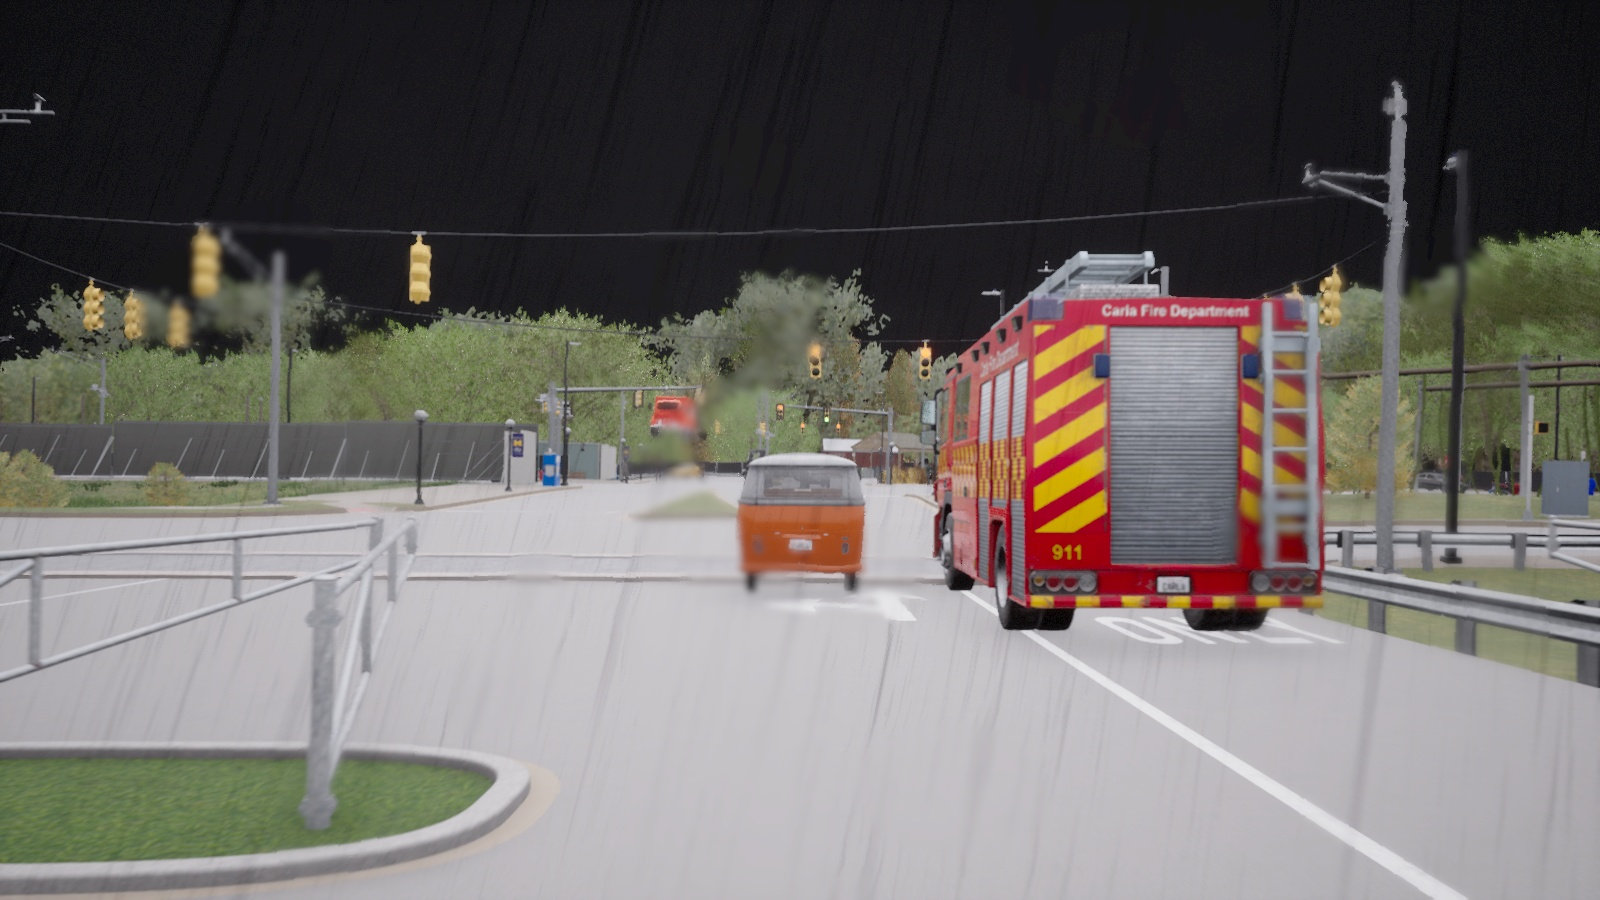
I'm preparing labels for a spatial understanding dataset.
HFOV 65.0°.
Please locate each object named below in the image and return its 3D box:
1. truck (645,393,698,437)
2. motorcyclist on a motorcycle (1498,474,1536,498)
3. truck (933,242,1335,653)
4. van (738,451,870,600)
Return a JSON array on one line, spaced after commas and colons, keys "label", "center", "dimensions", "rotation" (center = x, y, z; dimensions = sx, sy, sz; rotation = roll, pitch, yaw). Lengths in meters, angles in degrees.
[{"label": "truck", "center": [-8.151, -2.212, 80.156], "dimensions": [2.627, 2.467, 5.204], "rotation": [4, -1, 1]}, {"label": "motorcyclist on a motorcycle", "center": [47.547, 2.392, 83.264], "dimensions": [0.797, 1.523, 2.044], "rotation": [3, -4, -39]}, {"label": "truck", "center": [3.573, 0.082, 15.993], "dimensions": [2.891, 3.827, 8.468], "rotation": [0, -2, 0]}, {"label": "van", "center": [0.056, 1.024, 19.186], "dimensions": [1.775, 1.987, 4.442], "rotation": [0, 0, 0]}]
